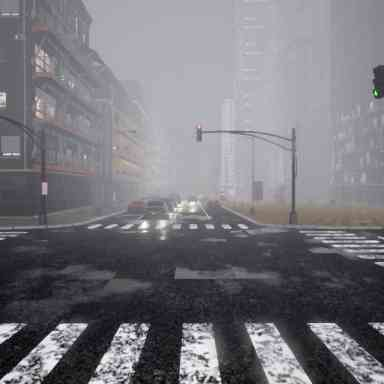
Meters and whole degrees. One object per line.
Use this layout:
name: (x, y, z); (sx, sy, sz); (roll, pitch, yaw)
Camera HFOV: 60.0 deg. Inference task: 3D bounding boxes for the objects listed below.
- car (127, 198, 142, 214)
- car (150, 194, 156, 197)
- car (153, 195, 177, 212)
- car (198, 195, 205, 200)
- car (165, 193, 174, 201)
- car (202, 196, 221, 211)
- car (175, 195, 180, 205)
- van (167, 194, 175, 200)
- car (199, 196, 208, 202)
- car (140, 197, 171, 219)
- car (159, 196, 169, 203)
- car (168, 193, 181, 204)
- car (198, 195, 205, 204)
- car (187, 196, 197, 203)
car: (-5.730, 1.540, 35.363); (1.887, 1.381, 4.507); (-1, 0, 0)
car: (-5.736, 1.436, 41.012); (1.967, 1.590, 4.097); (-1, 0, 0)
car: (-3.128, 1.473, 38.881); (1.882, 1.535, 5.008); (0, 0, 0)
car: (2.569, 1.534, 92.087); (1.752, 1.417, 4.829); (-1, 0, 0)
car: (-5.776, 1.322, 86.203); (2.192, 1.841, 5.009); (-1, 0, 0)
car: (2.612, 1.540, 41.076); (1.887, 1.381, 4.507); (-1, 0, 0)
car: (-3.130, 1.522, 48.764); (1.812, 1.442, 4.674); (0, 0, 0)
van: (-5.780, 1.350, 91.851); (1.690, 1.788, 3.998); (-1, 0, 0)
car: (2.584, 1.548, 74.970); (1.887, 1.381, 4.507); (-1, 0, 0)
car: (-3.123, 1.501, 29.334); (1.837, 1.490, 4.892); (0, 0, 0)
car: (-5.758, 1.583, 69.257); (1.802, 1.307, 4.206); (-1, 0, 0)
car: (-3.089, 1.220, 59.321); (2.150, 2.045, 5.566); (0, 0, 1)
car: (2.594, 1.551, 63.672); (2.008, 1.369, 4.403); (-1, 0, 0)
car: (0.043, 1.479, 69.792); (1.882, 1.535, 5.008); (0, 0, 0)
